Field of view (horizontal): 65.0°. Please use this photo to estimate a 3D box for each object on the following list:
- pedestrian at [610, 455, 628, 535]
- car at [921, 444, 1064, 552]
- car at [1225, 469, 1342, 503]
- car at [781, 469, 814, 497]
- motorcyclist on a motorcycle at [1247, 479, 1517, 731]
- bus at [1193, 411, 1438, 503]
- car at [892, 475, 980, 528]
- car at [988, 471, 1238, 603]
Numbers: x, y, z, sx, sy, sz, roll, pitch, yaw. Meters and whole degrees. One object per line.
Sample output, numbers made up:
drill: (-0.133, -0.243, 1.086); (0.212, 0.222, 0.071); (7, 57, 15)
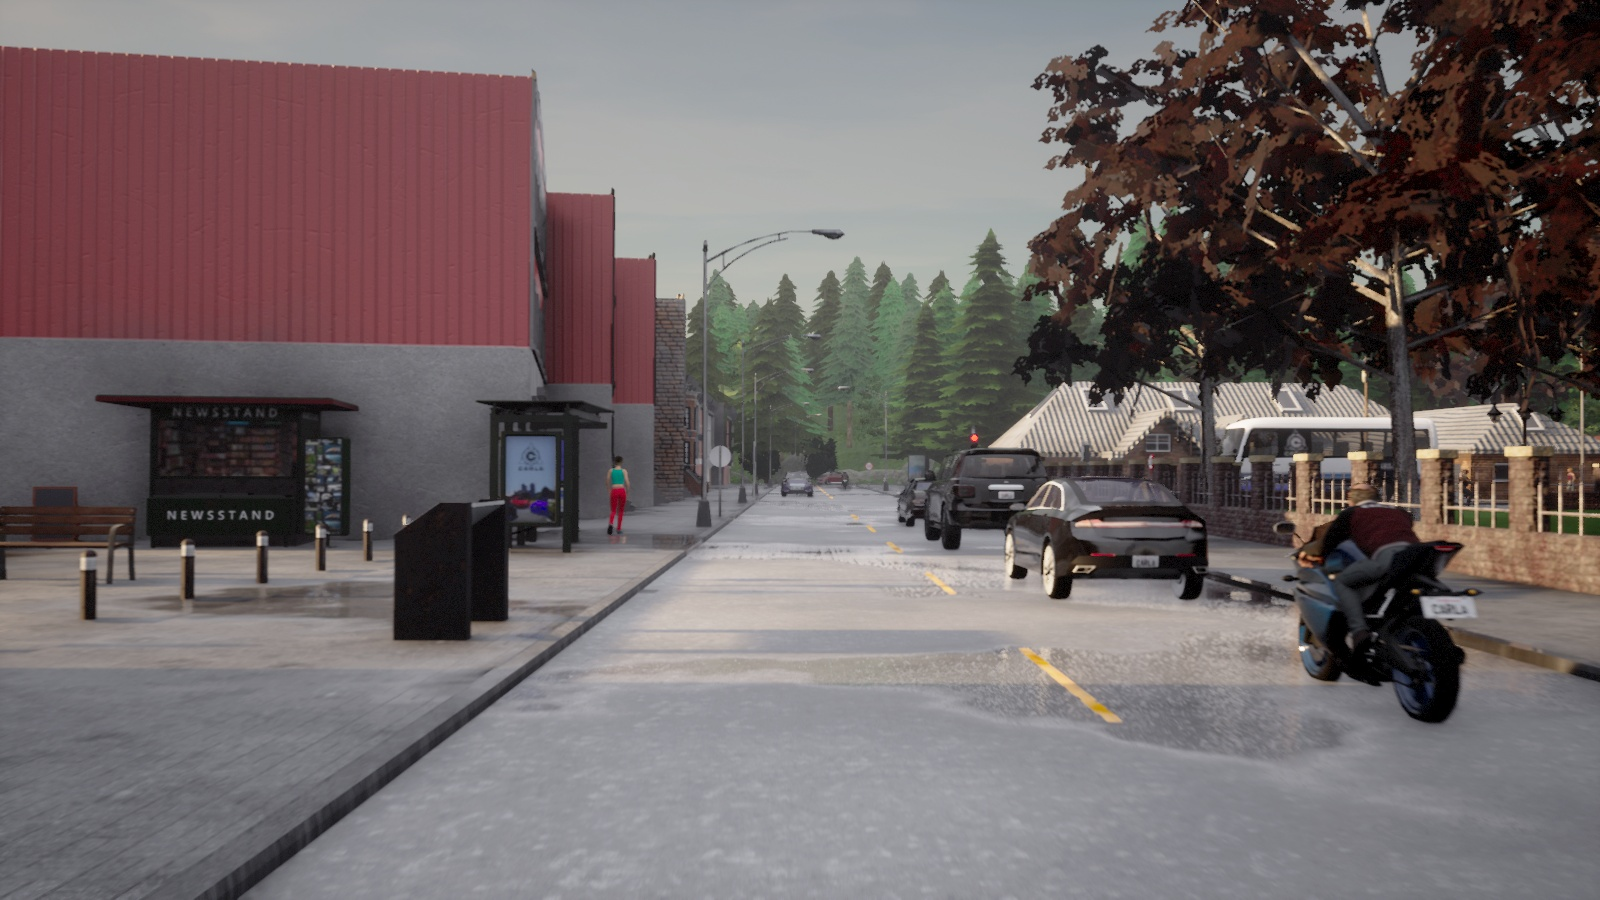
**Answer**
pedestrian: (-4.185, 1.027, 29.024); (0.345, 1.836, 0.594); (0, -1, -2)
car: (3.949, 0.967, 26.803); (2.150, 2.045, 5.566); (0, -1, 0)
car: (21.875, 1.628, 56.964); (4.514, 1.525, 2.007); (0, -1, -1)
car: (-0.153, 2.052, 77.967); (2.033, 1.649, 4.856); (0, -1, 0)
motorcyclist on a motorcycle: (3.982, 0.982, 8.852); (0.866, 1.530, 2.191); (0, -1, 0)
bus: (24.856, 0.361, 61.042); (10.273, 4.253, 3.944); (0, -1, 0)
car: (3.919, 1.466, 37.017); (2.033, 1.411, 5.357); (0, -1, 0)
car: (3.966, 1.038, 16.900); (2.128, 1.511, 4.902); (0, -1, 0)
